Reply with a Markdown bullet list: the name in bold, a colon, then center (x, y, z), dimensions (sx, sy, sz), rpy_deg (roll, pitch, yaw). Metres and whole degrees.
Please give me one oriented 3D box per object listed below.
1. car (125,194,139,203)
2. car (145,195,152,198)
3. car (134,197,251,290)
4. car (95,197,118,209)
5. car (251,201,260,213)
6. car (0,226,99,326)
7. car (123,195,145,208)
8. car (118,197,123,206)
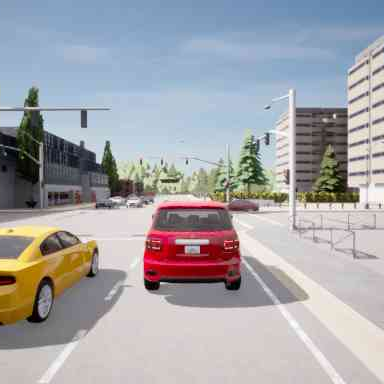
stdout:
- **car**: center (-12.356, 1.352, 68.400), dimensions (2.097, 1.767, 4.553), rpy_deg (0, 0, -2)
- **car**: center (-8.653, 1.505, 58.741), dimensions (1.837, 1.490, 4.892), rpy_deg (0, 0, -1)
- **car**: center (0.011, 1.221, 9.196), dimensions (2.150, 2.045, 5.566), rpy_deg (0, 0, 0)
- **car**: center (-11.796, 1.564, 45.354), dimensions (1.994, 1.385, 4.181), rpy_deg (0, 0, -2)
- **car**: center (4.826, 1.525, 35.159), dimensions (4.674, 1.442, 1.812), rpy_deg (0, 0, 11)
- **car**: center (-3.482, 1.478, 7.207), dimensions (1.882, 1.535, 5.008), rpy_deg (0, 0, 0)
- **car**: center (-8.385, 1.526, 48.657), dimensions (1.812, 1.442, 4.674), rpy_deg (0, 0, -1)
- **car**: center (-12.035, 1.526, 53.787), dimensions (1.812, 1.442, 4.674), rpy_deg (0, 0, -1)
